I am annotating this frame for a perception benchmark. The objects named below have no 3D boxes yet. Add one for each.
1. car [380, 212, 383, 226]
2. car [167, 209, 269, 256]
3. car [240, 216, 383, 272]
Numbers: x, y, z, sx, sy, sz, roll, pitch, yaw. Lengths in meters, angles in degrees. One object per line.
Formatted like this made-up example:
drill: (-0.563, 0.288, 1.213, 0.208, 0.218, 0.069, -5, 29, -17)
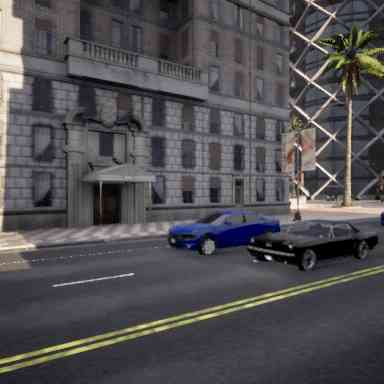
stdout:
car: (14.442, 1.478, 22.074, 5.008, 1.535, 1.882, 0, 0, -34)
car: (1.389, 1.478, 13.363, 5.008, 1.535, 1.882, 0, 0, -34)
car: (4.037, 1.600, 10.936, 4.718, 1.301, 1.895, 0, 0, -35)
